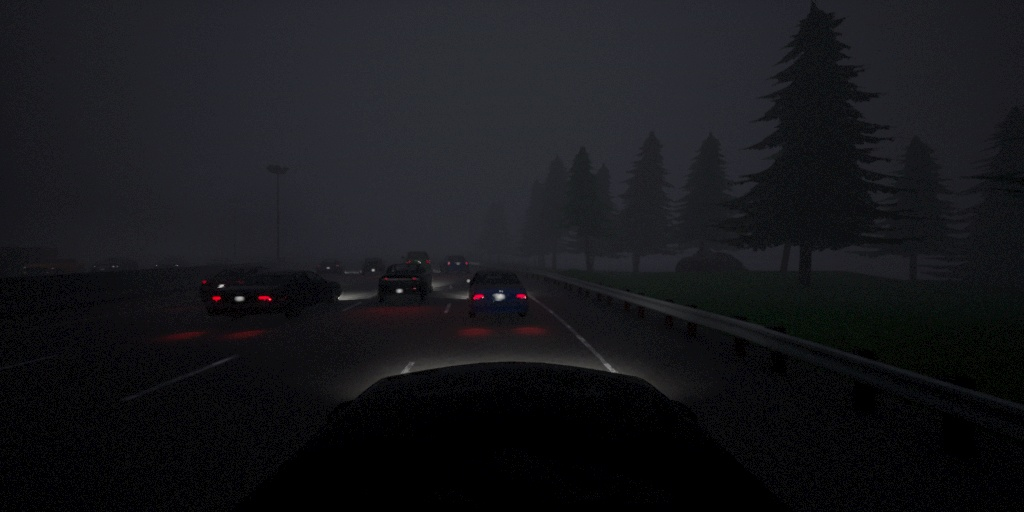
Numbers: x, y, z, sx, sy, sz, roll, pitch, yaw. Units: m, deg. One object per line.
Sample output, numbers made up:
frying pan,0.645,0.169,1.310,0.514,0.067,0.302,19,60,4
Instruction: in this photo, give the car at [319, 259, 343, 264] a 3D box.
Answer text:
car,-15.878,0.940,31.439,1.994,1.385,4.181,0,1,-21

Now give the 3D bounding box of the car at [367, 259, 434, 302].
car,-4.601,1.063,15.853,2.128,1.511,4.902,0,1,-9

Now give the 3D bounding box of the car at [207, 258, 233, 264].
car,-30.912,0.859,38.089,1.994,1.385,4.181,0,1,-31

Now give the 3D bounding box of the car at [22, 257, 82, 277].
car,-38.450,0.874,30.211,1.882,1.535,5.008,0,1,-29

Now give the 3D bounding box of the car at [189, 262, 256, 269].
car,-11.705,1.134,16.040,1.994,1.385,4.181,0,1,-9

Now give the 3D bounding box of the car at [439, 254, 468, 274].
car,-5.462,0.699,33.442,2.097,1.767,4.553,0,1,-20

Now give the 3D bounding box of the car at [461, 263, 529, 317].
car,-0.592,1.160,12.530,2.033,1.411,5.357,0,1,-6

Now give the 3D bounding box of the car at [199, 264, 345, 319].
car,-7.576,1.167,12.129,2.033,1.411,5.357,0,1,-6

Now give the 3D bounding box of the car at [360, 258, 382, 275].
car,-12.385,0.874,32.053,1.837,1.490,4.892,0,1,-21

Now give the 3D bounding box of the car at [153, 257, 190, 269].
car,-33.331,0.856,35.334,1.812,1.442,4.674,0,1,-30

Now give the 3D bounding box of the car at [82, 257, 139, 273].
car,-35.623,0.861,32.294,2.128,1.511,4.902,0,1,-29

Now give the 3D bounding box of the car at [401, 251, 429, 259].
car,-8.511,0.594,31.743,2.150,2.045,5.566,0,1,-20
